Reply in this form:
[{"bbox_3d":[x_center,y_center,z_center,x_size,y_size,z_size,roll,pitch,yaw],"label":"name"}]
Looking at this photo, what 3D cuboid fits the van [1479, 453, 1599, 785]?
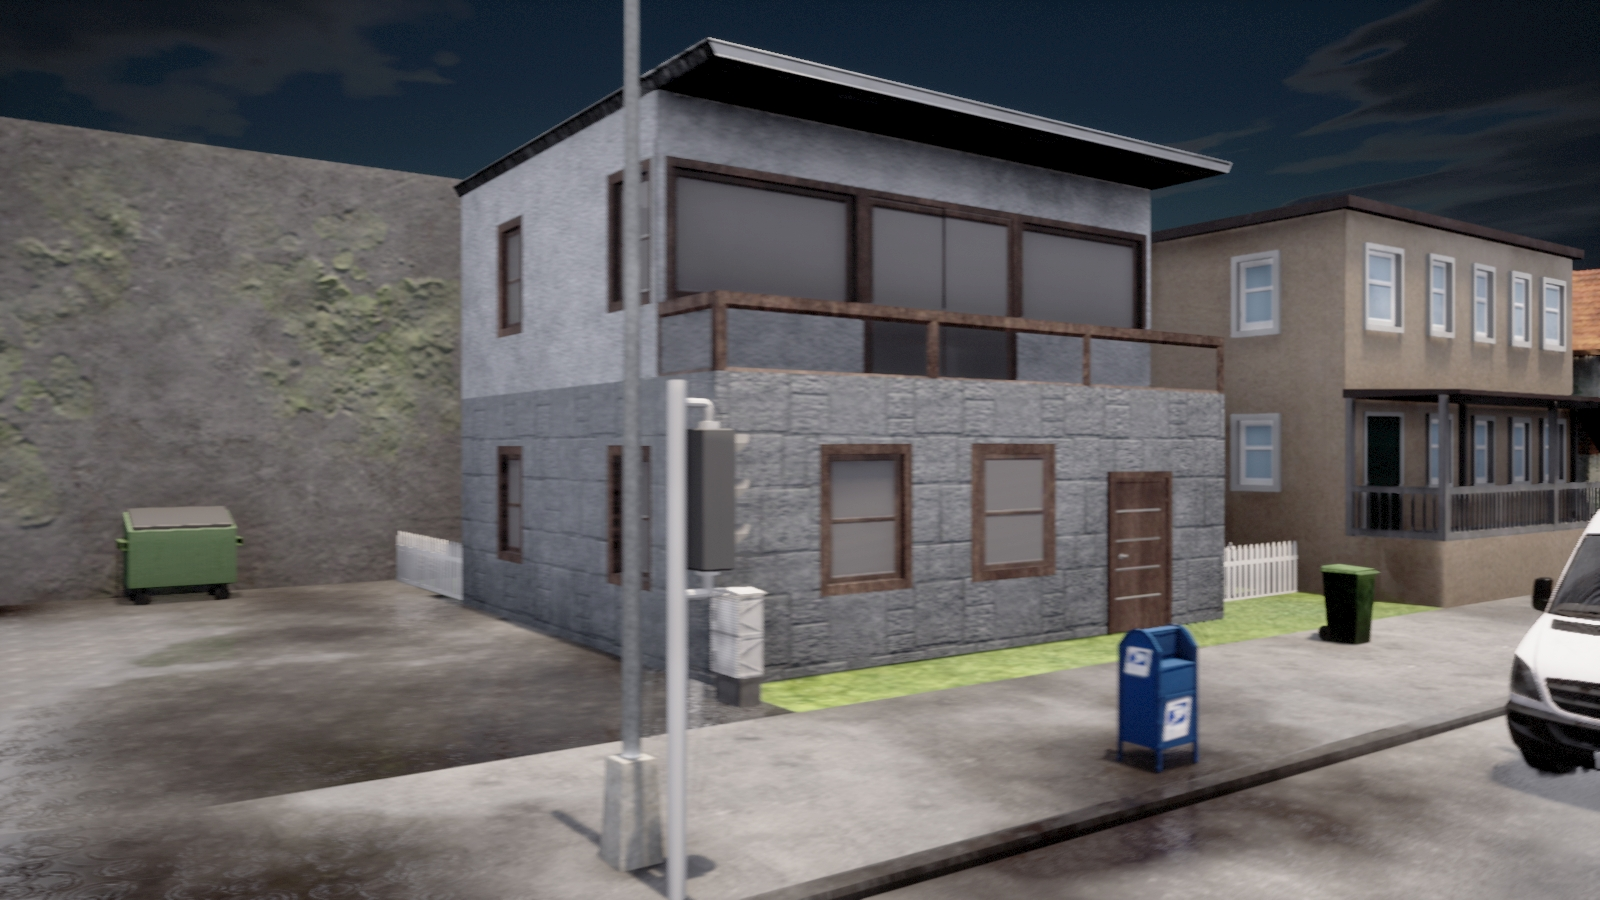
[{"bbox_3d":[8.671,1.312,10.454,5.915,2.561,1.988,0,0,-35],"label":"van"}]
